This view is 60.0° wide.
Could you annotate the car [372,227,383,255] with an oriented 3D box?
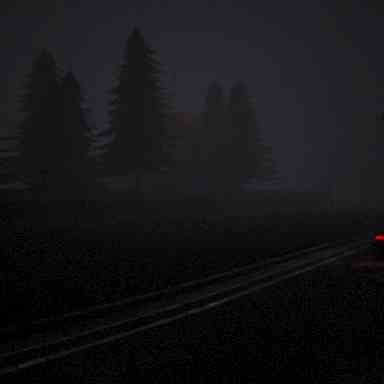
[{"bbox_3d":[8.514,1.597,12.551,5.357,1.411,2.033,0,-1,-45],"label":"car"}]
